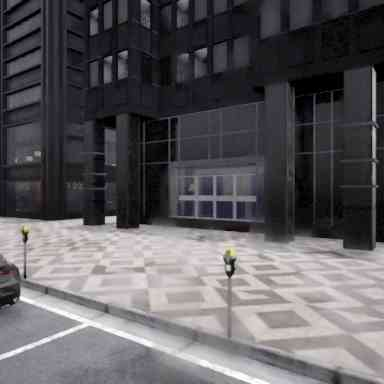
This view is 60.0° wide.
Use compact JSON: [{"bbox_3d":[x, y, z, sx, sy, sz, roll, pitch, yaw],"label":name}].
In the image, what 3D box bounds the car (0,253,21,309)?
[{"bbox_3d":[-5.096,1.564,6.594,4.403,1.369,2.008,0,0,35],"label":"car"}]
